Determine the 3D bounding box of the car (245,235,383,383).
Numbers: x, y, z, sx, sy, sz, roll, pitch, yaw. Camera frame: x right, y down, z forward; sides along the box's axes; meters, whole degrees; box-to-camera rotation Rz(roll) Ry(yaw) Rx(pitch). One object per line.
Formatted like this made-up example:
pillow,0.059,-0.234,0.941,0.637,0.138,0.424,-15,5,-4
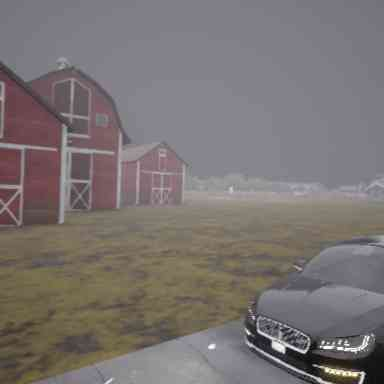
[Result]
car,2.957,1.506,5.182,4.892,1.490,1.837,0,0,-36
